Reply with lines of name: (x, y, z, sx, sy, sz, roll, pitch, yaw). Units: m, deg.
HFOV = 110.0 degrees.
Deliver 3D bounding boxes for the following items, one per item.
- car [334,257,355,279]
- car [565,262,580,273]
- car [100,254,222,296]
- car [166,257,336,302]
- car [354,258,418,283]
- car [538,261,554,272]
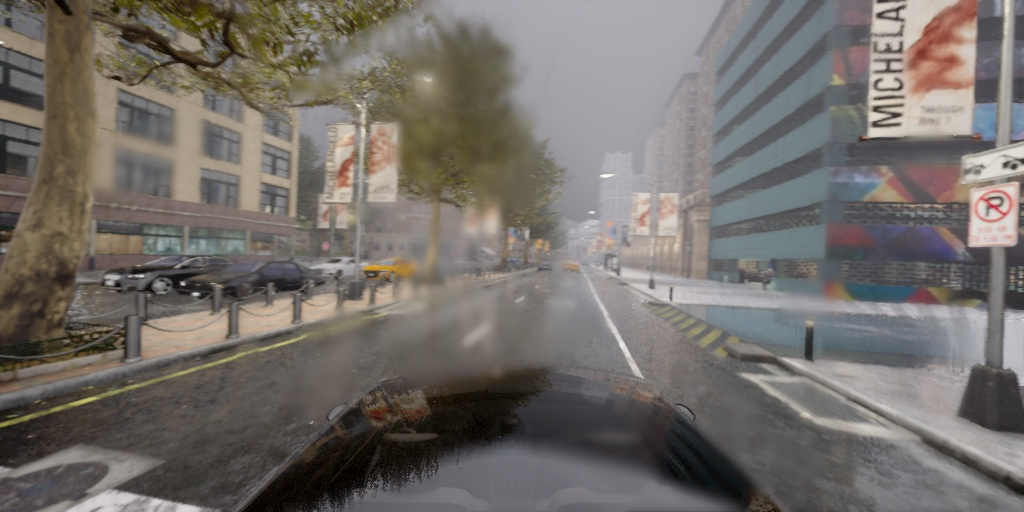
car: (-11.567, 0.779, 24.598, 1.812, 1.442, 4.674, 2, 0, 11)
car: (8.710, 1.537, 51.896, 1.882, 1.535, 5.008, 2, 0, 10)
car: (-13.348, 0.681, 14.711, 2.128, 1.511, 4.902, 2, 0, 10)
car: (-9.874, 0.880, 14.346, 2.033, 1.411, 5.357, 2, 0, 10)
car: (-8.079, 0.875, 24.212, 1.882, 1.535, 5.008, 2, 0, 10)
car: (4.826, 1.466, 50.084, 1.994, 1.385, 4.181, 2, 0, 10)
